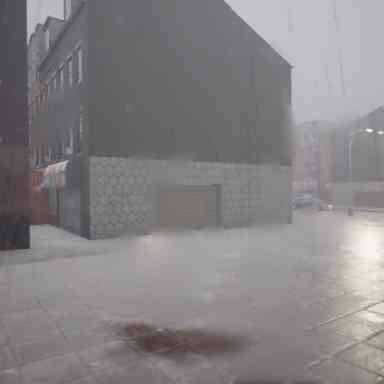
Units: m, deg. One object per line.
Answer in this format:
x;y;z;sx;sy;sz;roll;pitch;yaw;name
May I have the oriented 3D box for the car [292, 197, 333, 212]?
12.359;1.302;35.059;2.128;1.511;4.902;-1;1;-35;car
